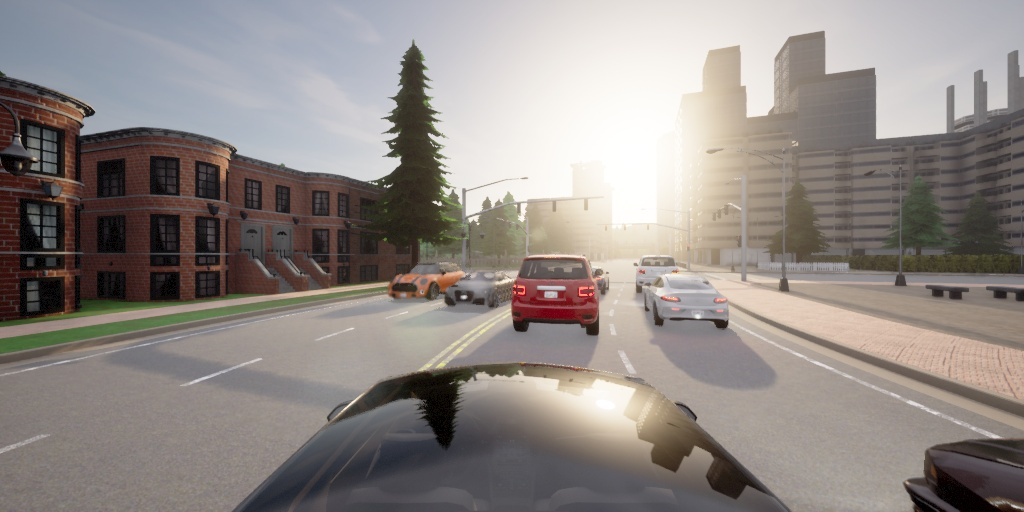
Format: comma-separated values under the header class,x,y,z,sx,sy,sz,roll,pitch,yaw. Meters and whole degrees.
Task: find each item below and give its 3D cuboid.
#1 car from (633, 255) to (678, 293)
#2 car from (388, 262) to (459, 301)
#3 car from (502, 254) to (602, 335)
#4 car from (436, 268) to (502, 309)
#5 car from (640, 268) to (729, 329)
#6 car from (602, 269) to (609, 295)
class,x,y,z,sx,sy,sz,roll,pitch,yaw
car,8.253,0.971,20.587,2.150,2.045,5.566,0,0,19
car,-3.988,1.101,17.611,2.097,1.767,4.553,0,0,18
car,1.491,0.971,10.765,2.150,2.045,5.566,0,0,13
car,-1.157,1.314,15.014,1.994,1.385,4.181,0,0,18
car,5.293,1.276,11.287,1.812,1.442,4.674,0,0,15
car,4.359,1.276,19.960,1.812,1.442,4.674,0,0,19
